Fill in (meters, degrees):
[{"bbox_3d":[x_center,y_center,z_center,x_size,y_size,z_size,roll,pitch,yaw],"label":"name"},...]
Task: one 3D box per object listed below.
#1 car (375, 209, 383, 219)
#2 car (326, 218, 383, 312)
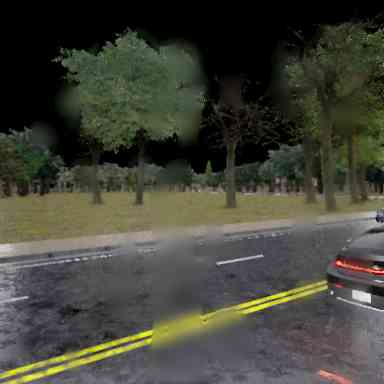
[{"bbox_3d":[13.733,1.290,21.503,4.674,1.442,1.812,-1,0,-36],"label":"car"},{"bbox_3d":[4.728,1.426,6.825,4.892,1.490,1.837,-1,0,-36],"label":"car"}]
